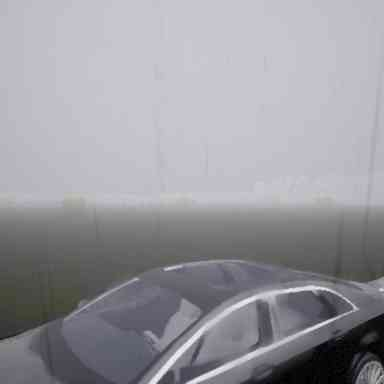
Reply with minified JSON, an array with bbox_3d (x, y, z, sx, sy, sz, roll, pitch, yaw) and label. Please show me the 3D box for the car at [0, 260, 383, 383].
[{"bbox_3d":[0.025,1.500,3.068,4.902,1.511,2.128,0,0,-35],"label":"car"}]
